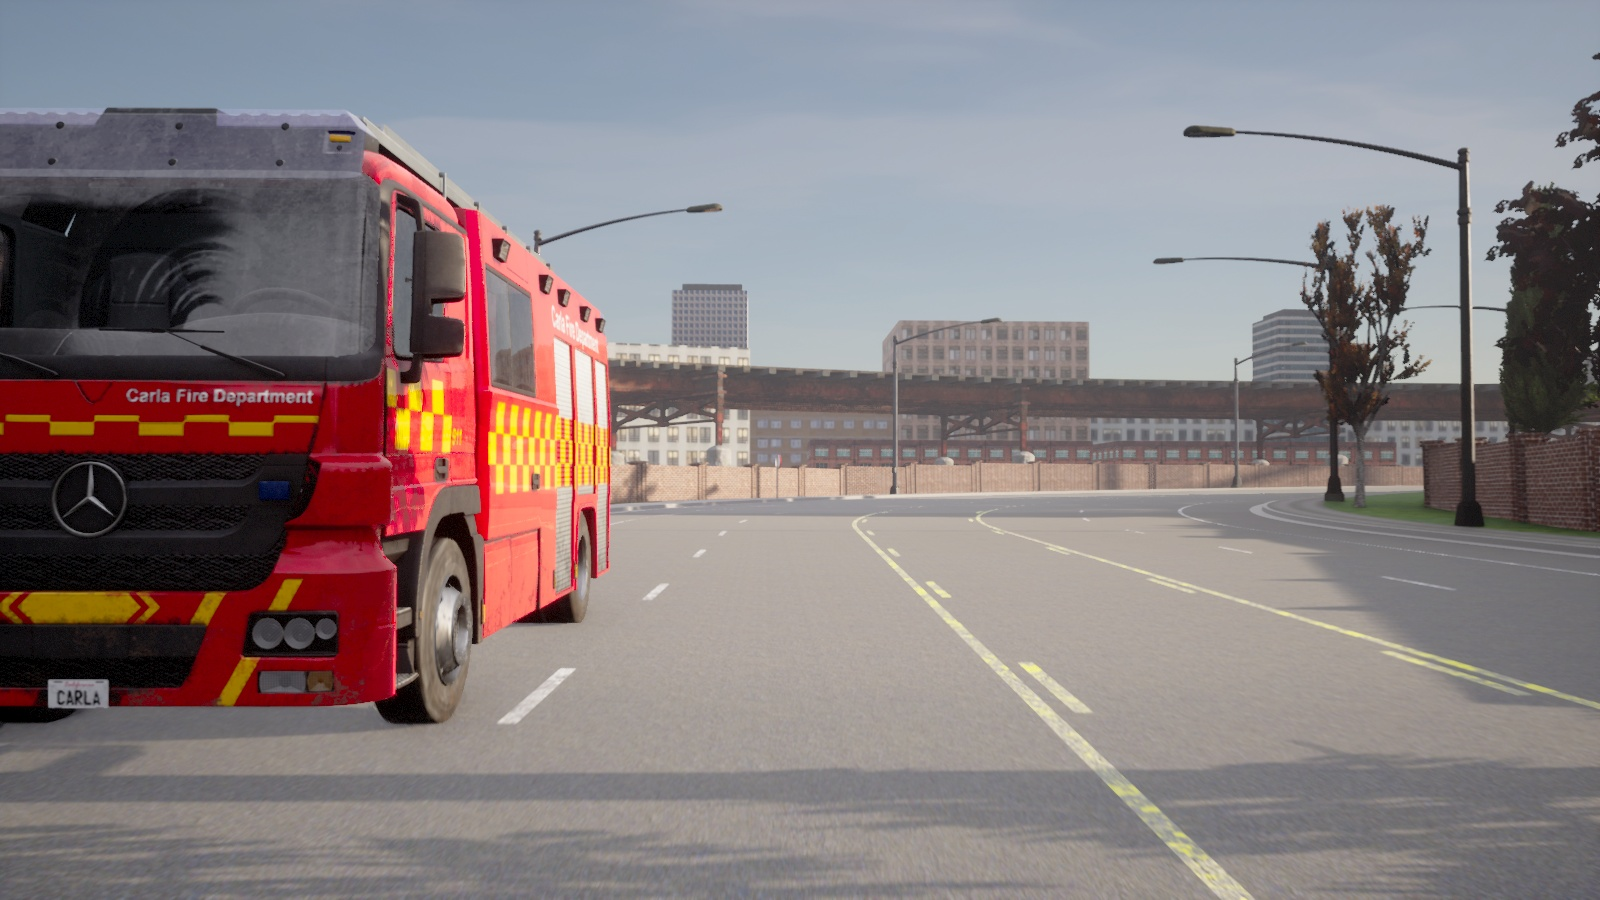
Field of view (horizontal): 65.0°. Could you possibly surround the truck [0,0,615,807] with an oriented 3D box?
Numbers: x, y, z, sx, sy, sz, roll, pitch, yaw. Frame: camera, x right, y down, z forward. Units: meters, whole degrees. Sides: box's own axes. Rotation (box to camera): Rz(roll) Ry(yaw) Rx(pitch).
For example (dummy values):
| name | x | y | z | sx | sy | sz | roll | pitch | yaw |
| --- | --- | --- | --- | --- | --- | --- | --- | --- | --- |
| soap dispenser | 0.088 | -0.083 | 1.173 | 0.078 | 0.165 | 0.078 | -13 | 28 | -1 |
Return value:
| name | x | y | z | sx | sy | sz | roll | pitch | yaw |
| --- | --- | --- | --- | --- | --- | --- | --- | --- | --- |
| truck | -3.545 | -0.171 | 10.164 | 2.891 | 3.827 | 8.468 | 0 | -1 | 0 |
